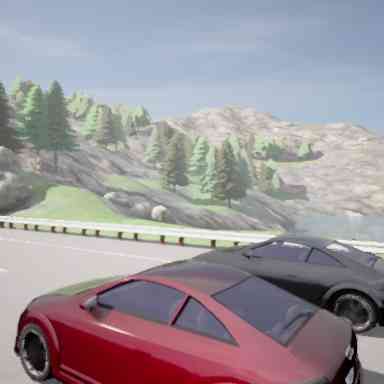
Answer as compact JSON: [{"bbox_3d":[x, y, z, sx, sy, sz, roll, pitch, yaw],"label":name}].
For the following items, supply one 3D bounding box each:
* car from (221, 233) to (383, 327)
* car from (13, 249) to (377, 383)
[{"bbox_3d":[1.898,1.550,6.779,4.181,1.385,1.994,0,0,35],"label":"car"},{"bbox_3d":[-0.279,1.557,4.027,4.181,1.385,1.994,0,0,34],"label":"car"}]
